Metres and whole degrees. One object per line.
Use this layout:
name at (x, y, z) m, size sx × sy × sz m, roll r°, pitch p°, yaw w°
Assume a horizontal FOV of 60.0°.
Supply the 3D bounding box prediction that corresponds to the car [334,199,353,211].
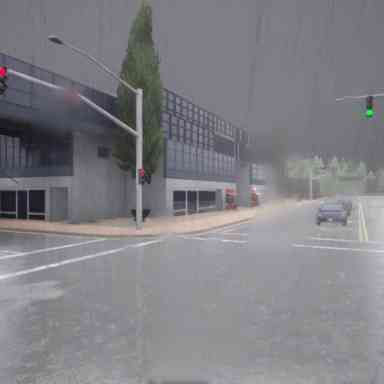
car at (18.839, 1.601, 41.256) m, size 1.895 × 1.301 × 4.718 m, roll 0°, pitch 0°, yaw 27°

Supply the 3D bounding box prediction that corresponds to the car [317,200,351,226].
car at (10.030, 1.526, 23.655) m, size 1.812 × 1.442 × 4.674 m, roll 0°, pitch 0°, yaw 27°

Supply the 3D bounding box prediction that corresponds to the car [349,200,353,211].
car at (14.136, 1.601, 31.866) m, size 1.895 × 1.301 × 4.718 m, roll 0°, pitch 0°, yaw 27°
